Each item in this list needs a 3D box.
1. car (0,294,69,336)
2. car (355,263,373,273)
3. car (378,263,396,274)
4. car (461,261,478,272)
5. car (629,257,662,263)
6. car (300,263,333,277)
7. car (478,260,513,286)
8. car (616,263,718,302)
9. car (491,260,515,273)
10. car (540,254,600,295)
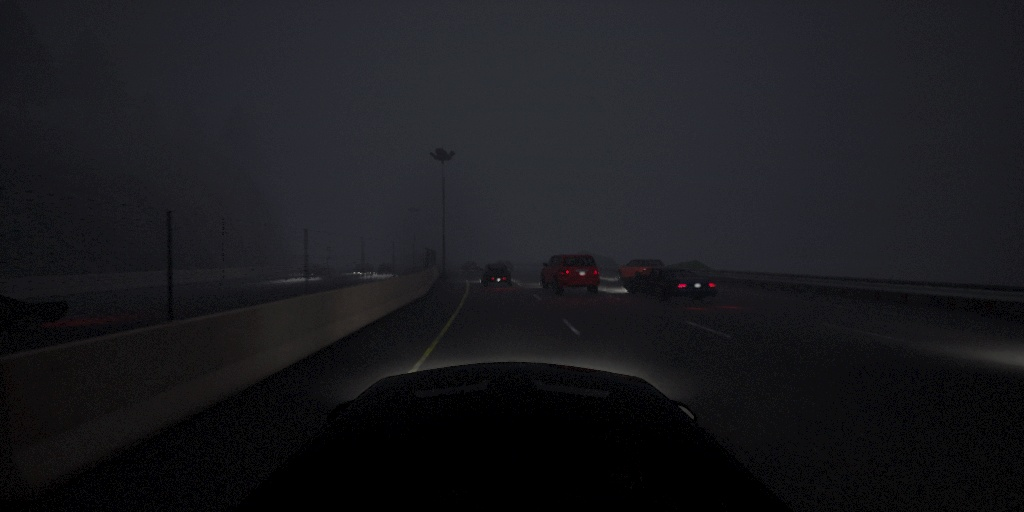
[{"bbox_3d":[-14.210,1.544,8.492,1.895,1.301,4.718,-1,0,-2],"label":"car"},{"bbox_3d":[-20.870,1.615,50.593,1.994,1.385,4.181,-1,0,-15],"label":"car"},{"bbox_3d":[-16.074,1.586,46.358,1.895,1.301,4.718,-1,0,-14],"label":"car"},{"bbox_3d":[-5.781,1.413,49.448,1.994,1.385,4.181,-1,0,-15],"label":"car"},{"bbox_3d":[9.272,0.988,25.829,2.097,1.767,4.553,-1,0,-7],"label":"car"},{"bbox_3d":[-21.900,1.661,40.620,1.895,1.301,4.718,-1,0,-13],"label":"car"},{"bbox_3d":[-1.198,1.282,25.640,1.837,1.490,4.892,0,0,-8],"label":"car"},{"bbox_3d":[7.006,1.210,16.561,2.033,1.411,5.357,-1,0,-6],"label":"car"},{"bbox_3d":[-1.211,1.277,45.621,2.128,1.511,4.902,0,0,-14],"label":"car"},{"bbox_3d":[3.080,0.938,20.001,2.150,2.045,5.566,0,0,-7],"label":"car"}]
